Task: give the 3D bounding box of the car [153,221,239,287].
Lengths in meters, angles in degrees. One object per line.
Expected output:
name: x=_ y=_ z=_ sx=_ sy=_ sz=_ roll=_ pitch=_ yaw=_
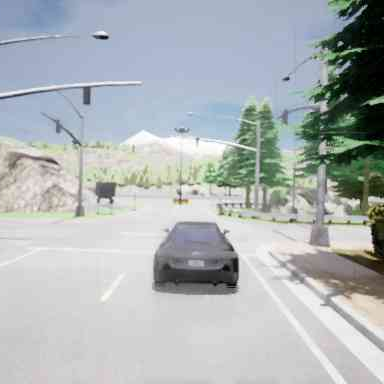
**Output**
car: x=0.109 y=1.470 z=9.087 sx=1.994 sy=1.385 sz=4.181 roll=2 pitch=0 yaw=0
